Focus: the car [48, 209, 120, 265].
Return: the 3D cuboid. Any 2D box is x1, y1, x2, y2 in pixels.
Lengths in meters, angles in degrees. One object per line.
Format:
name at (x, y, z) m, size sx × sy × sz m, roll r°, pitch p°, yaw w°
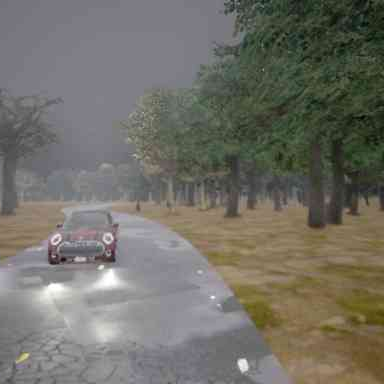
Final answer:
car at (-3.807, 1.487, 12.365) m, size 2.097 × 1.767 × 4.553 m, roll 0°, pitch 0°, yaw -11°
